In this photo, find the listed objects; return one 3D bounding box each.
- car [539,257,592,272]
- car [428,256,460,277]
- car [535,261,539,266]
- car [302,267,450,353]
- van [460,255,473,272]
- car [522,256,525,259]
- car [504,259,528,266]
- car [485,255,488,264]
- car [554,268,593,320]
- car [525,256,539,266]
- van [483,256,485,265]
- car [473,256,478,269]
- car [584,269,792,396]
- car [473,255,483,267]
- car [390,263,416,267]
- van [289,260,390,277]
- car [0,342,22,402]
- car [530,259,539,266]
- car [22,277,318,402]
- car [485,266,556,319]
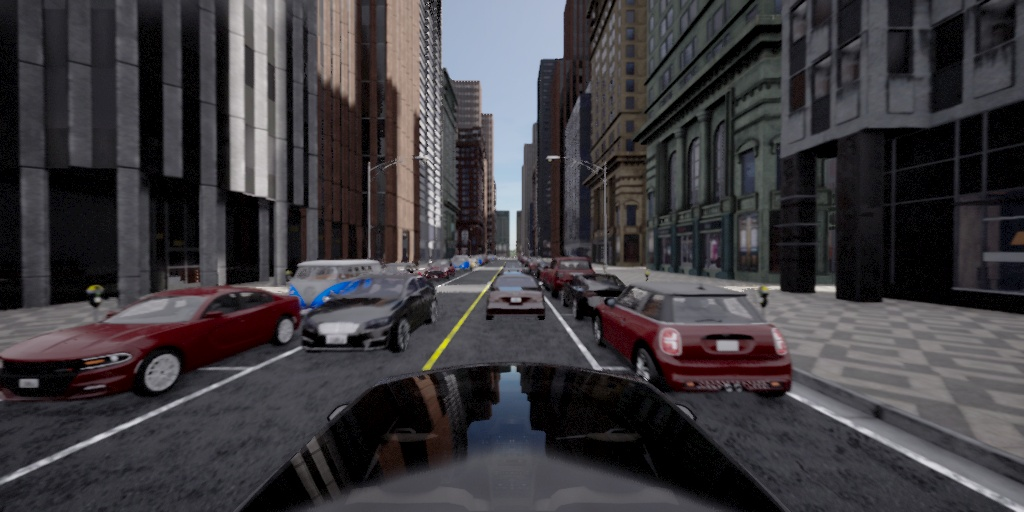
[{"bbox_3d":[2.770,0.961,17.806,2.192,1.841,5.009,0,0,0],"label":"car"},{"bbox_3d":[-5.748,1.007,29.075,1.967,1.591,4.097,0,0,0],"label":"car"},{"bbox_3d":[2.774,1.154,23.442,1.888,1.381,4.507,0,0,0],"label":"car"},{"bbox_3d":[-3.095,1.193,8.785,2.128,1.511,4.902,0,0,0],"label":"car"},{"bbox_3d":[-5.741,0.835,40.348,1.690,1.789,3.998,0,0,0],"label":"van"},{"bbox_3d":[2.791,0.994,51.622,1.948,1.339,4.313,0,0,0],"label":"car"},{"bbox_3d":[0.116,1.165,30.139,1.895,1.301,4.718,0,0,0],"label":"car"},{"bbox_3d":[-5.727,0.794,62.893,1.967,1.591,4.097,0,0,0],"label":"car"},{"bbox_3d":[2.767,1.249,12.169,1.948,1.339,4.313,0,0,0],"label":"car"},{"bbox_3d":[2.784,0.939,40.350,1.967,1.591,4.097,0,0,0],"label":"car"},{"bbox_3d":[-5.730,0.729,57.257,1.690,1.789,3.998,0,0,0],"label":"van"},{"bbox_3d":[-5.737,0.984,45.815,1.751,1.417,4.829,0,0,0],"label":"car"},{"bbox_3d":[2.763,1.160,6.533,1.967,1.591,4.097,0,0,0],"label":"car"},{"bbox_3d":[-5.734,0.973,51.620,2.007,1.370,4.403,0,0,0],"label":"car"},{"bbox_3d":[-5.755,1.081,17.802,1.967,1.591,4.097,0,0,0],"label":"car"},{"bbox_3d":[-5.759,1.019,12.165,1.690,1.789,3.998,0,0,0],"label":"van"},{"bbox_3d":[-5.766,1.067,0.892,2.192,1.841,5.009,0,0,0],"label":"car"},{"bbox_3d":[2.777,1.138,29.078,1.948,1.339,4.313,0,0,0],"label":"car"},{"bbox_3d":[-5.762,1.260,6.529,1.888,1.381,4.507,0,0,0],"label":"car"},{"bbox_3d":[0.105,1.228,12.326,2.033,1.411,5.357,0,0,0],"label":"car"}]
